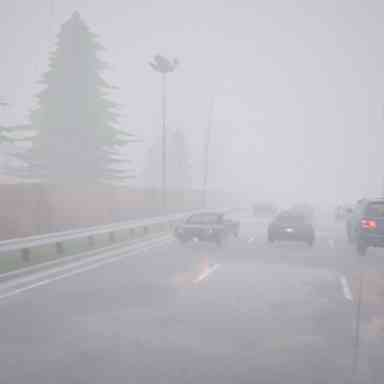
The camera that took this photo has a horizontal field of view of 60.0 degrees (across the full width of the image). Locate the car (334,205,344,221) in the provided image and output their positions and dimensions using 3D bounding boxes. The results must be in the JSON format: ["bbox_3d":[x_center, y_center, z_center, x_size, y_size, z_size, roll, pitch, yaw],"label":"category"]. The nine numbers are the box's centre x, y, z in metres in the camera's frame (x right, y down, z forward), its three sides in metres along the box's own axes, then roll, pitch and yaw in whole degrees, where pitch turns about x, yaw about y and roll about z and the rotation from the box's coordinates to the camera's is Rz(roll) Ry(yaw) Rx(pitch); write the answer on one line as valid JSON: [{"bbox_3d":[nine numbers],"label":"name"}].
[{"bbox_3d":[12.691,1.667,27.160,1.895,1.301,4.718,0,0,21],"label":"car"}]

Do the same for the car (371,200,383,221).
[{"bbox_3d":[17.192,1.559,29.200,1.882,1.535,5.008,0,0,21],"label":"car"}]

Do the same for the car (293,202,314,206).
[{"bbox_3d":[10.200,1.627,30.485,1.994,1.385,4.181,0,0,21],"label":"car"}]

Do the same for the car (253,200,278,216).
[{"bbox_3d":[7.339,1.535,32.827,1.882,1.535,5.008,0,0,21],"label":"car"}]

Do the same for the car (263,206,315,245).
[{"bbox_3d":[4.875,1.596,16.045,1.994,1.385,4.181,0,0,21],"label":"car"}]

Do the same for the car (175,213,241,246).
[{"bbox_3d":[0.936,1.620,15.509,1.895,1.301,4.718,0,0,21],"label":"car"}]

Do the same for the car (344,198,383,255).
[{"bbox_3d":[7.562,1.258,13.239,2.150,2.045,5.566,0,0,21],"label":"car"}]
